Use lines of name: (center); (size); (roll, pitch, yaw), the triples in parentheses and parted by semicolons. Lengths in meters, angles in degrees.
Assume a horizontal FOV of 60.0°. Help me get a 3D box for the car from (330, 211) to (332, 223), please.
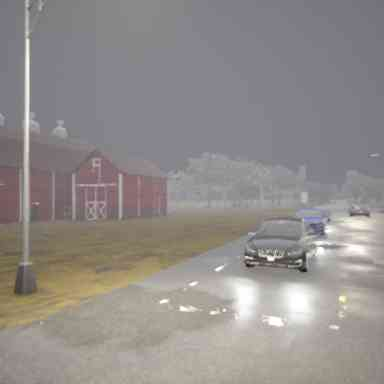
car: (11.470, 2.018, 29.797); (1.895, 1.301, 4.718); (-1, -1, 24)

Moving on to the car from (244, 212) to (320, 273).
car: (3.218, 1.661, 11.585); (1.837, 1.490, 4.892); (-1, -1, 24)

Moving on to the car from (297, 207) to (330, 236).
car: (7.338, 1.755, 20.695); (1.882, 1.535, 5.008); (-1, -1, 24)

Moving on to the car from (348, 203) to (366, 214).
car: (22.982, 2.266, 46.531); (2.033, 1.411, 5.357); (-1, -1, 24)

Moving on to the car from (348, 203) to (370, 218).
car: (18.858, 2.108, 37.419); (1.994, 1.385, 4.181); (-1, -1, 24)
